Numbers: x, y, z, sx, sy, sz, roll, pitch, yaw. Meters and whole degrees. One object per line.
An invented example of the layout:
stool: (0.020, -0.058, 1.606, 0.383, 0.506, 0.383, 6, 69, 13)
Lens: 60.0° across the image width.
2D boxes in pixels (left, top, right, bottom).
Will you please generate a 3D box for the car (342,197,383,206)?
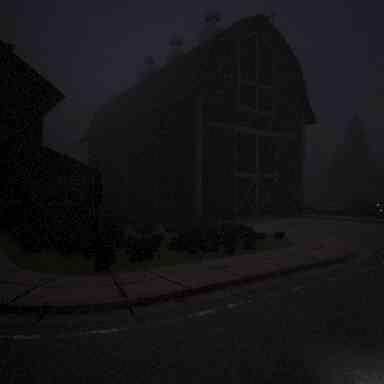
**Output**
car: (18.240, 1.363, 35.109, 2.097, 1.767, 4.553, 0, 0, -34)
